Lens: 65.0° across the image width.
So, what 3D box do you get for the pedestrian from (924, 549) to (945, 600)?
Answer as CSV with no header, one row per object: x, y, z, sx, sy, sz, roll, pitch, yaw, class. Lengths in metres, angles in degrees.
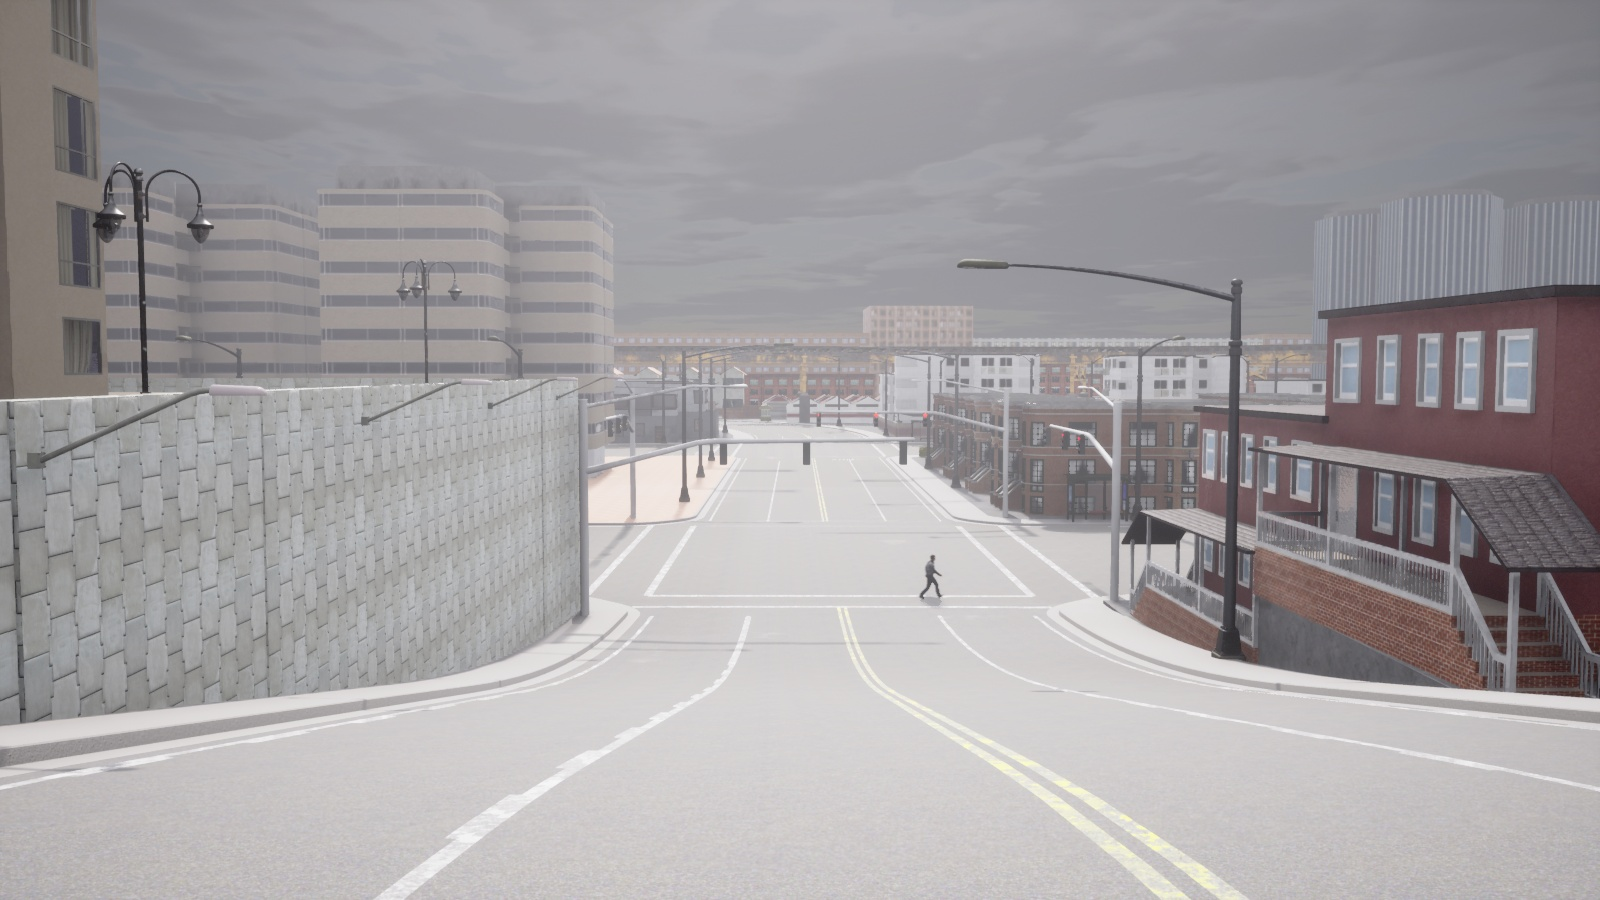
5.302,4.935,49.695,0.788,1.949,0.423,0,4,1,pedestrian
